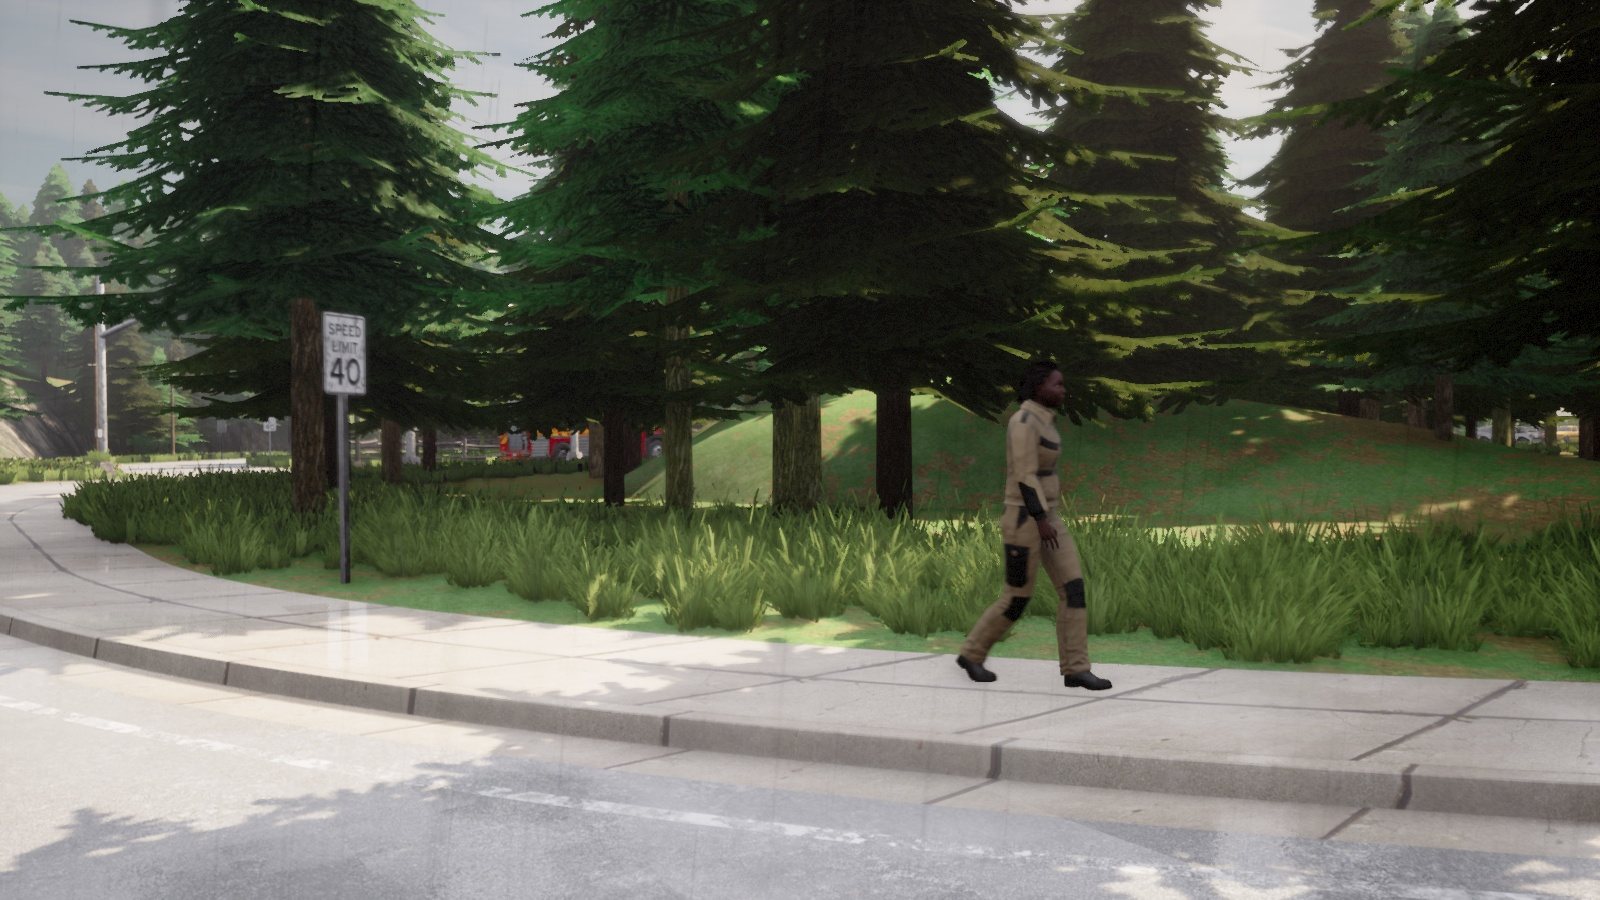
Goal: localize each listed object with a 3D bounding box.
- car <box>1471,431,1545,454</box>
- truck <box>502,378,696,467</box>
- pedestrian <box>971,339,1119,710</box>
[{"bbox_3d":[47.062,-0.492,83.484,1.970,1.475,3.806,-1,1,-33],"label":"car"},{"bbox_3d":[-9.076,-1.224,57.511,8.468,3.827,2.891,-1,1,-40],"label":"truck"},{"bbox_3d":[1.339,0.384,6.886,0.692,1.930,0.396,1,1,34],"label":"pedestrian"}]
